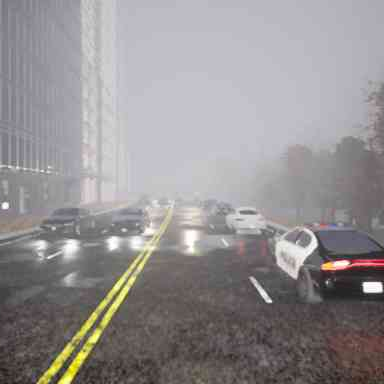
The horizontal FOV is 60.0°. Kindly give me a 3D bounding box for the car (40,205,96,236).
[{"bbox_3d":[-6.816,1.553,18.689,1.837,1.490,4.892,0,0,-1],"label":"car"}]

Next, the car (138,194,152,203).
[{"bbox_3d":[-8.507,1.348,60.019,2.150,2.045,5.566,0,0,-3],"label":"car"}]

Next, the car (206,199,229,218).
[{"bbox_3d":[2.737,1.613,30.461,2.033,1.411,5.357,0,0,-2],"label":"car"}]

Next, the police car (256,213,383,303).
[{"bbox_3d":[3.209,1.524,8.353,2.038,1.542,4.974,0,0,-1],"label":"police car"}]

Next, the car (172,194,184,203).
[{"bbox_3d":[-2.808,1.672,72.137,1.994,1.385,4.181,0,0,-4],"label":"car"}]

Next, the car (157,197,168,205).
[{"bbox_3d":[-5.275,1.597,60.299,1.882,1.535,5.008,0,0,-3],"label":"car"}]

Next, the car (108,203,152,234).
[{"bbox_3d":[-3.586,1.596,19.993,2.033,1.411,5.357,0,0,-1],"label":"car"}]

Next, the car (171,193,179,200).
[{"bbox_3d":[-4.689,1.231,93.824,2.150,2.045,5.566,0,0,-6],"label":"car"}]

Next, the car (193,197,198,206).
[{"bbox_3d":[1.752,1.651,52.552,2.033,1.411,5.357,0,0,-3],"label":"car"}]

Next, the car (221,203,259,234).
[{"bbox_3d":[3.037,1.569,19.408,1.812,1.442,4.674,0,0,-1],"label":"car"}]

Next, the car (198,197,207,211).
[{"bbox_3d":[2.308,1.589,41.539,2.163,1.488,4.792,0,0,-3],"label":"car"}]
